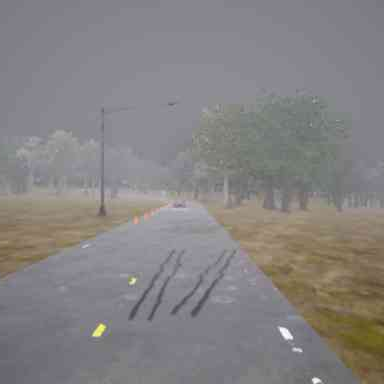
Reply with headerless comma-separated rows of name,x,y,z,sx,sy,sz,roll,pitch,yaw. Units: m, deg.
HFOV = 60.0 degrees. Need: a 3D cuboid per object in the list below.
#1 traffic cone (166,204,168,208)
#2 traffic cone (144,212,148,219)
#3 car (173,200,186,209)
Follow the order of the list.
traffic cone,-4.217,2.273,50.255,0.340,0.580,0.340,0,0,0
traffic cone,-4.210,2.121,30.255,0.340,0.580,0.340,0,0,0
car,-1.973,1.902,52.903,1.994,1.385,4.181,0,0,0
